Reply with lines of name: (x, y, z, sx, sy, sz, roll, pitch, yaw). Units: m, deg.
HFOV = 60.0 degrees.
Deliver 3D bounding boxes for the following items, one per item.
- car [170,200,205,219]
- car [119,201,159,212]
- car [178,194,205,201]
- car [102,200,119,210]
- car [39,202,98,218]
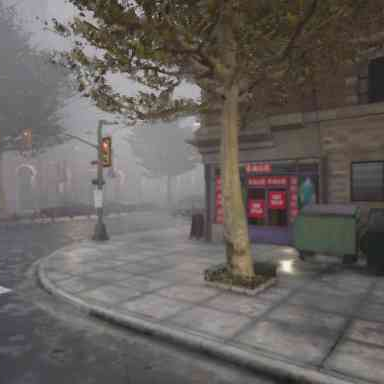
car: (0.163, 1.705, 29.969, 1.895, 1.301, 4.718, 0, 0, 36)
car: (-6.295, 1.775, 40.983, 1.895, 1.301, 4.718, 0, 0, 36)
car: (0.037, 1.395, 49.659, 2.150, 2.045, 5.566, 0, 0, 36)
car: (-11.696, 1.808, 44.864, 1.895, 1.301, 4.718, 0, 0, 36)
car: (-12.187, 1.721, 32.897, 2.033, 1.411, 5.357, 0, 0, 36)
